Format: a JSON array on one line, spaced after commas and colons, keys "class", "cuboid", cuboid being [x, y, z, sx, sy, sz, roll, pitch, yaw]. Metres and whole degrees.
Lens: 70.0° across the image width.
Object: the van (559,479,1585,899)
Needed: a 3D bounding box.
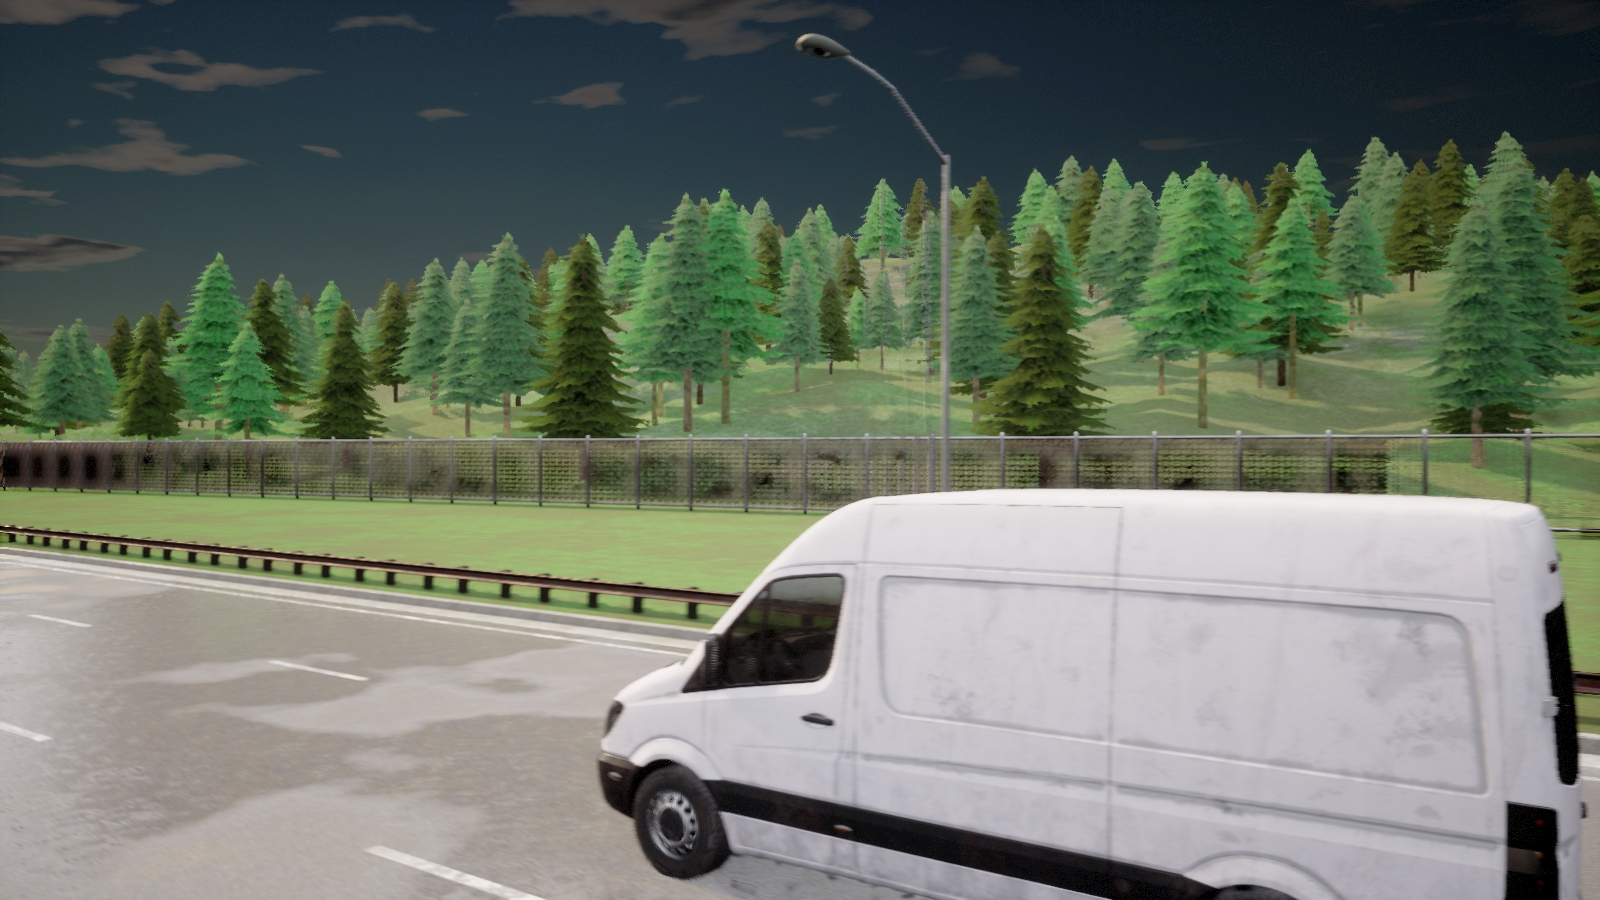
[{"class": "van", "cuboid": [1.301, 1.531, 7.138, 5.915, 2.561, 1.988, 0, 0, 35]}]
